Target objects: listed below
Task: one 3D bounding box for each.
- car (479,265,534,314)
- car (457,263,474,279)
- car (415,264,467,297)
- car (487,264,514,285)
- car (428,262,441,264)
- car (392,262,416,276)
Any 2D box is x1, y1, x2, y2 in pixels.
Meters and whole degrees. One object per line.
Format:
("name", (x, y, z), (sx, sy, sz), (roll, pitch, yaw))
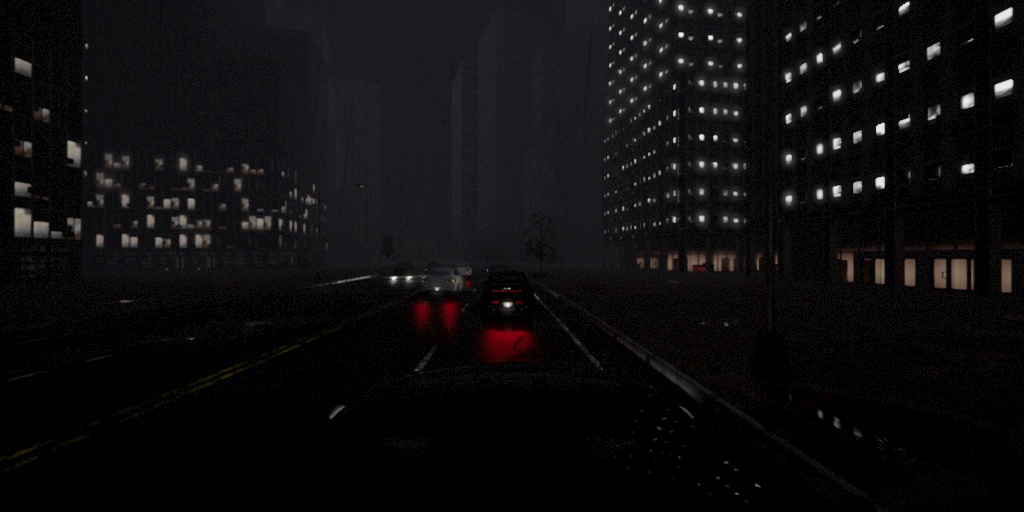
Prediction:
("car", (-0.205, 1.304, 14.038), (1.837, 1.490, 4.892), (0, 0, -2))
("car", (-4.785, 1.400, 34.671), (1.812, 1.442, 4.674), (0, 0, -5))
("car", (-3.678, 1.343, 19.362), (1.812, 1.442, 4.674), (0, 0, -3))
("car", (-1.033, 1.400, 28.865), (2.033, 1.411, 5.357), (0, 0, -4))
("car", (-8.901, 1.404, 41.136), (1.837, 1.490, 4.892), (0, 0, -6))
("car", (-12.076, 1.374, 40.284), (1.882, 1.535, 5.008), (0, 0, -6))
